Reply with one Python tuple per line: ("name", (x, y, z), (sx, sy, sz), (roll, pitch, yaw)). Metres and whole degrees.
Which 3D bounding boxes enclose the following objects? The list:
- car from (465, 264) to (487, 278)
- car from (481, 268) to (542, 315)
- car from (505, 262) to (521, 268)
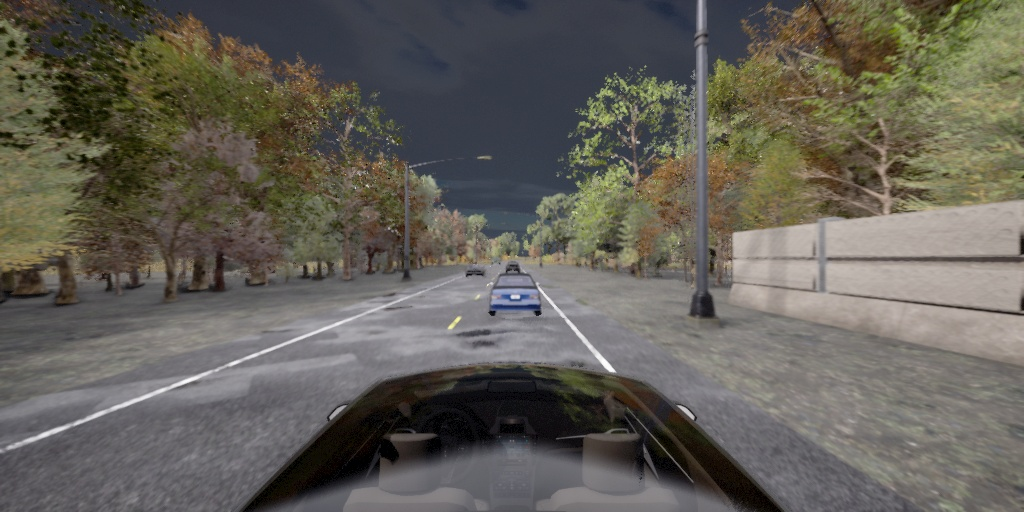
("car", (-3.577, 1.515, 36.139), (1.895, 1.301, 4.718), (0, 0, 0))
("car", (0.108, 1.362, 13.915), (2.033, 1.411, 5.357), (0, 0, 0))
("car", (0.124, 1.466, 46.747), (1.837, 1.490, 4.892), (0, 0, 0))
